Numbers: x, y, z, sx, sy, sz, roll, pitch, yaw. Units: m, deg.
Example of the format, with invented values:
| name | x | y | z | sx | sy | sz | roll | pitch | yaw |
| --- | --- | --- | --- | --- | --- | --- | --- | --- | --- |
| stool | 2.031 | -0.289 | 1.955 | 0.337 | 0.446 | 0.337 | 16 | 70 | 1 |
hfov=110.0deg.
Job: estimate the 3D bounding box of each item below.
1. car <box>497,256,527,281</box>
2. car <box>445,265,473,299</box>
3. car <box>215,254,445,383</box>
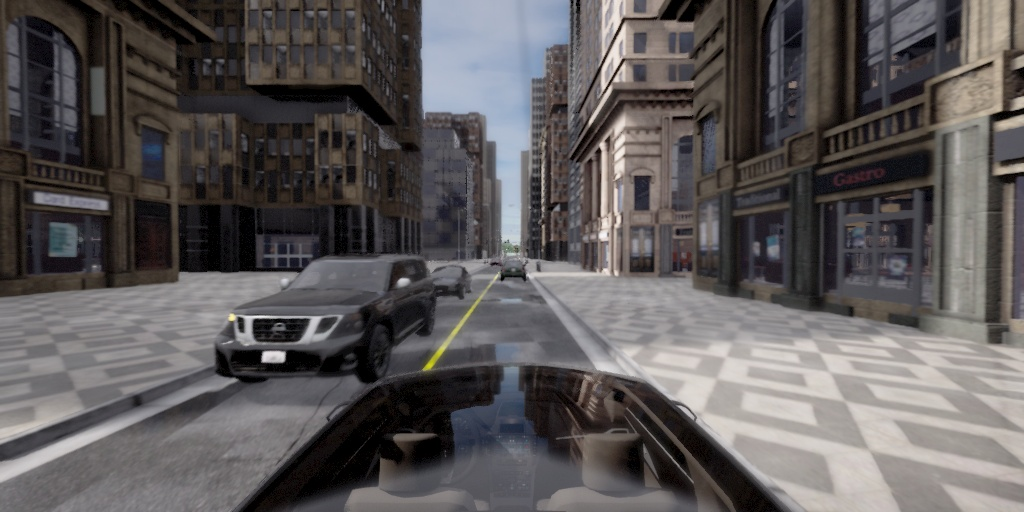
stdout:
| name | x | y | z | sx | sy | sz | roll | pitch | yaw |
| --- | --- | --- | --- | --- | --- | --- | --- | --- | --- |
| car | 0.114 | 1.090 | 30.050 | 2.097 | 1.767 | 4.553 | 0 | 0 | 0 |
| car | -3.078 | 1.247 | 17.909 | 1.837 | 1.490 | 4.892 | 0 | 0 | 0 |
| car | -3.090 | 0.969 | 7.454 | 2.150 | 2.045 | 5.566 | 0 | 0 | 1 |
